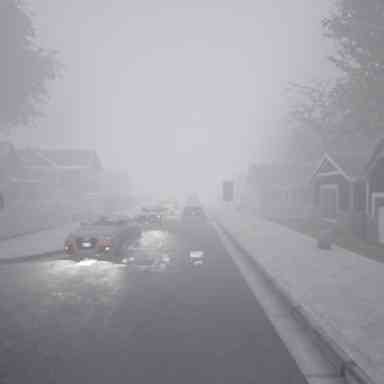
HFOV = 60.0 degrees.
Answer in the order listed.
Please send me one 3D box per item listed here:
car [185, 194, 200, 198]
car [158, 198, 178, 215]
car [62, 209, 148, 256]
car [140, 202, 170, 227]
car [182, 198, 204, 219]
[{"bbox_3d":[0.084,1.311,54.609,2.150,2.045,5.566,0,0,0],"label":"car"},{"bbox_3d":[-2.860,1.516,35.250,1.882,1.535,5.008,0,0,0],"label":"car"},{"bbox_3d":[-3.333,1.577,13.115,1.994,1.385,4.181,0,0,6],"label":"car"},{"bbox_3d":[-2.854,1.623,23.410,1.895,1.301,4.718,0,0,0],"label":"car"},{"bbox_3d":[0.101,1.555,29.356,1.812,1.442,4.674,0,0,0],"label":"car"}]
